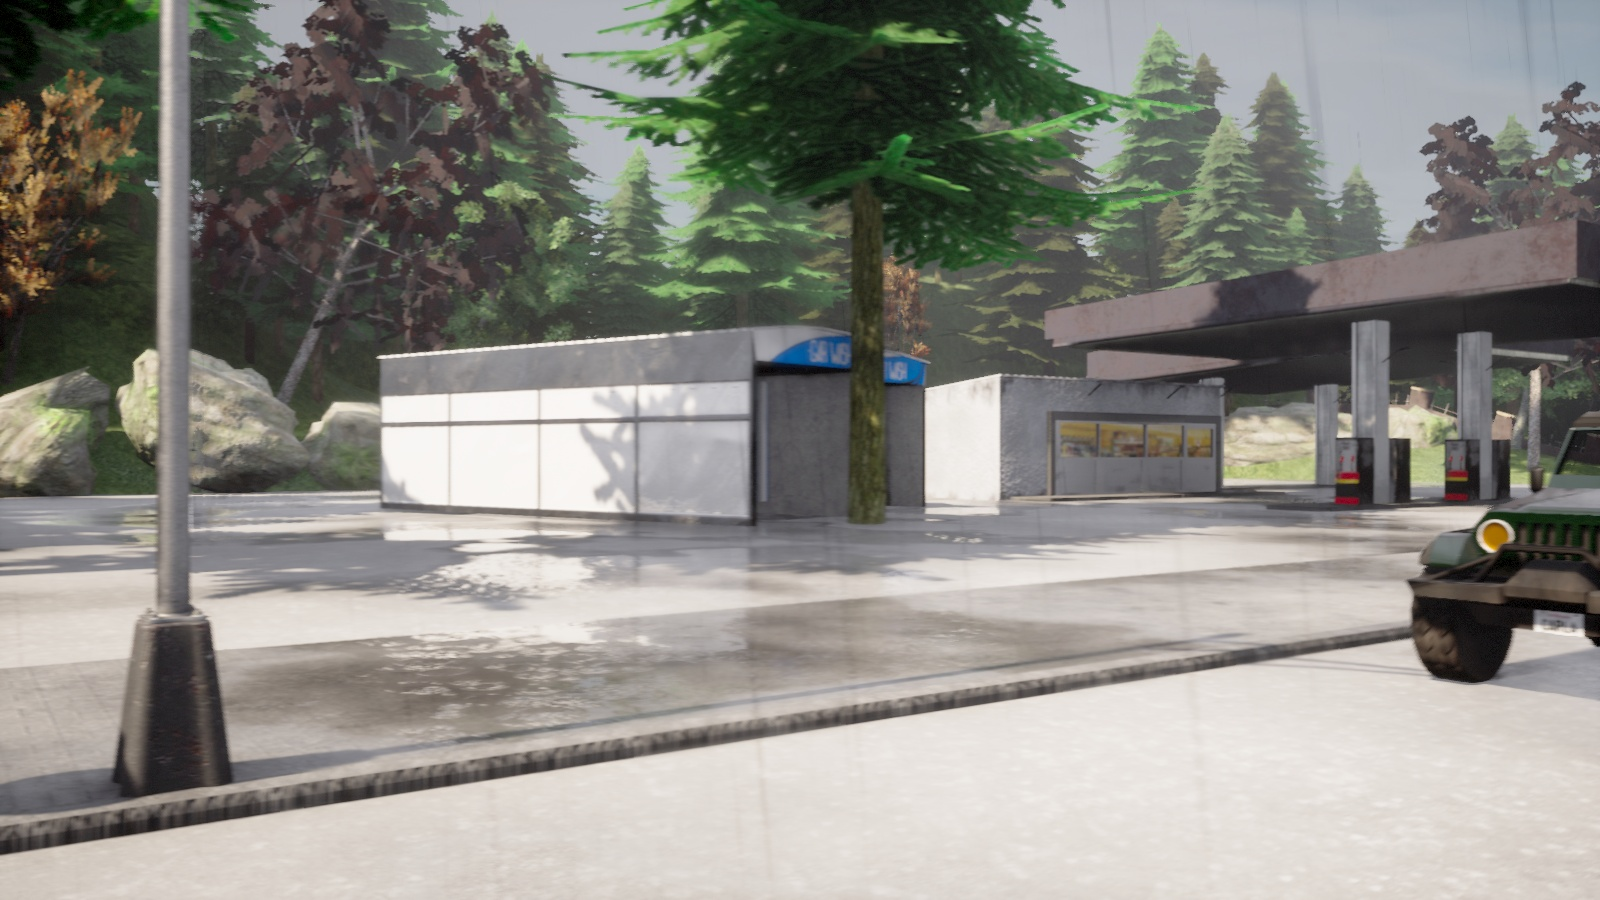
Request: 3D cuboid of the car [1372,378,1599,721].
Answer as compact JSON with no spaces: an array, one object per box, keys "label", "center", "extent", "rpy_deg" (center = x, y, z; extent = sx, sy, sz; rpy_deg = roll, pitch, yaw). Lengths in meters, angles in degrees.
[{"label":"car","center":[5.755,0.541,8.274],"extent":[3.866,1.878,1.905],"rpy_deg":[0,0,-35]}]
